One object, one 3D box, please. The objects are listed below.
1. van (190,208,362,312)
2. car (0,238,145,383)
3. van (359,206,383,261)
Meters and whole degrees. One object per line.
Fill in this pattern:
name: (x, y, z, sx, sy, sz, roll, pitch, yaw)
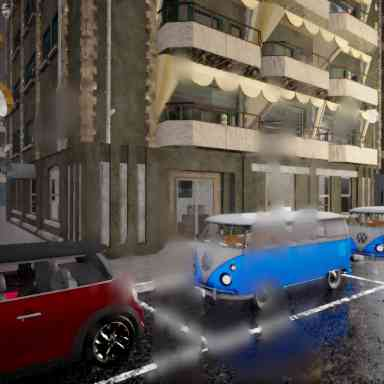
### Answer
van: (1.870, 1.342, 7.441, 3.998, 1.788, 1.690, 0, 0, -36)
car: (-2.755, 1.440, 4.128, 4.097, 1.590, 1.967, 0, 0, -36)
van: (6.496, 1.345, 10.755, 3.998, 1.788, 1.690, 0, 0, -36)
